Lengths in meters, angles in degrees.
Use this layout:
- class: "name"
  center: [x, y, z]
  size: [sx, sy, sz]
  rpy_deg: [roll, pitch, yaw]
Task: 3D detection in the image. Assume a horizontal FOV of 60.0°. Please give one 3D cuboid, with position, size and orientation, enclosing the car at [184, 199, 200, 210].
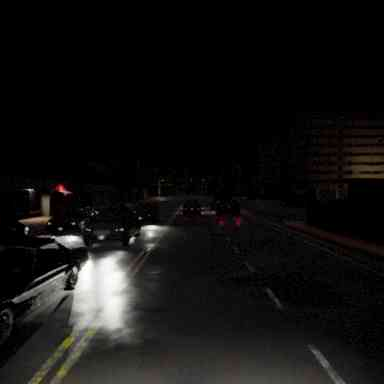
- class: "car"
  center: [0.030, 1.687, 45.436]
  size: [1.994, 1.385, 4.181]
  rpy_deg: [0, 0, 0]

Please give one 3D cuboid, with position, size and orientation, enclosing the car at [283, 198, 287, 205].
- class: "car"
  center: [17.779, 1.305, 56.278]
  size: [4.605, 1.855, 1.932]
  rpy_deg: [0, 0, -2]

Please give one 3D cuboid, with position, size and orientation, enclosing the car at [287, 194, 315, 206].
- class: "car"
  center: [17.799, 1.300, 53.383]
  size: [3.866, 1.878, 1.905]
  rpy_deg: [0, 0, -2]

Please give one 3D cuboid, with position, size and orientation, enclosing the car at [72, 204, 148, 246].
- class: "car"
  center: [-3.581, 1.534, 15.628]
  size: [2.128, 1.511, 4.902]
  rpy_deg: [0, 0, 0]

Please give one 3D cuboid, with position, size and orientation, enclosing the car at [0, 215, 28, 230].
- class: "car"
  center: [-7.091, 1.534, 10.707]
  size: [1.837, 1.490, 4.892]
  rpy_deg: [0, 0, 0]

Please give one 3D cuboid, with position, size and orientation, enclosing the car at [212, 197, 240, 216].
- class: "car"
  center: [3.506, 1.442, 33.402]
  size: [2.097, 1.767, 4.553]
  rpy_deg: [0, 0, 0]

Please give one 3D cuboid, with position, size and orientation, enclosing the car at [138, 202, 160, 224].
- class: "car"
  center: [-3.516, 1.575, 25.674]
  size: [1.837, 1.490, 4.892]
  rpy_deg: [0, 0, 0]

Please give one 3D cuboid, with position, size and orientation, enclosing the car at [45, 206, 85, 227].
- class: "car"
  center: [-7.059, 1.603, 20.506]
  size: [2.033, 1.411, 5.357]
  rpy_deg: [0, 0, 0]

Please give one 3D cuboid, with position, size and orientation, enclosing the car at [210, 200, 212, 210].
- class: "car"
  center: [3.529, 1.474, 45.366]
  size: [2.097, 1.767, 4.553]
  rpy_deg: [0, 0, 0]

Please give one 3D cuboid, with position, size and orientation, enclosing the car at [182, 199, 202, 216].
- class: "car"
  center: [0.006, 1.637, 33.113]
  size: [2.033, 1.411, 5.357]
  rpy_deg: [0, 0, 0]

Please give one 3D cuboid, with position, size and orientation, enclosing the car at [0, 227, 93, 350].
- class: "car"
  center: [-3.597, 1.619, 6.306]
  size: [1.895, 1.301, 4.718]
  rpy_deg: [0, 0, 0]

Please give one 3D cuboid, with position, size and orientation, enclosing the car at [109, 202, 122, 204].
- class: "car"
  center: [-6.995, 1.319, 25.472]
  size: [1.895, 1.301, 4.718]
  rpy_deg: [0, 0, 0]
